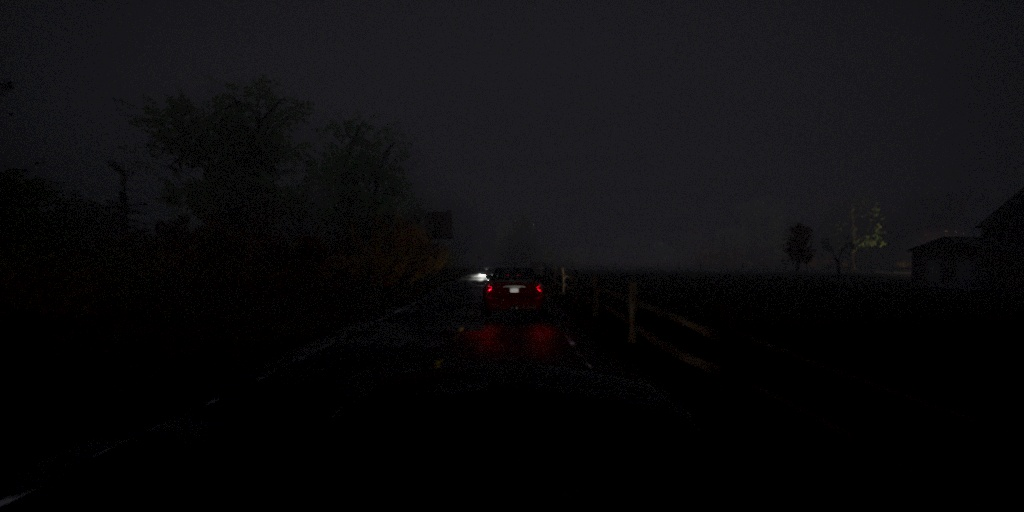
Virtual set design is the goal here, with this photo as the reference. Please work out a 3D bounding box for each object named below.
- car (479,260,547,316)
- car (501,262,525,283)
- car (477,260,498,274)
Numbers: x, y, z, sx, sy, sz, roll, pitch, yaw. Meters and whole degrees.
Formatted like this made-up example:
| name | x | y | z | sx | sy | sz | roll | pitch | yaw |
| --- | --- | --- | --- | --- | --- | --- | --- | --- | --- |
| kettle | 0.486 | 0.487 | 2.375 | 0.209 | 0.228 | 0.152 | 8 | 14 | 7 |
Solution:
| name | x | y | z | sx | sy | sz | roll | pitch | yaw |
| --- | --- | --- | --- | --- | --- | --- | --- | --- | --- |
| car | 0.084 | 1.102 | 13.481 | 2.097 | 1.767 | 4.553 | 0 | 0 | 0 |
| car | 0.085 | 1.251 | 28.989 | 1.837 | 1.490 | 4.892 | 0 | 0 | 0 |
| car | -2.836 | 1.235 | 42.357 | 2.128 | 1.511 | 4.902 | 0 | 0 | 0 |
